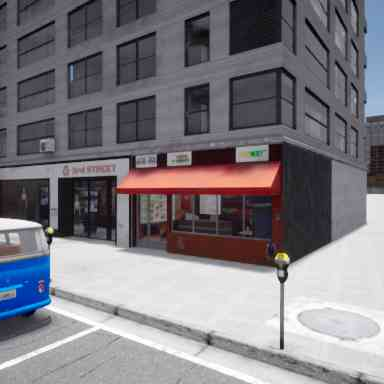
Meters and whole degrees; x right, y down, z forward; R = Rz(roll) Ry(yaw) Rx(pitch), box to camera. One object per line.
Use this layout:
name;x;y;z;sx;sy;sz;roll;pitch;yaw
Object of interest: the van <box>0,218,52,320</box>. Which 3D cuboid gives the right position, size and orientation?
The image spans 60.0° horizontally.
van;-4.327;1.340;6.165;3.998;1.788;1.690;0;0;36
